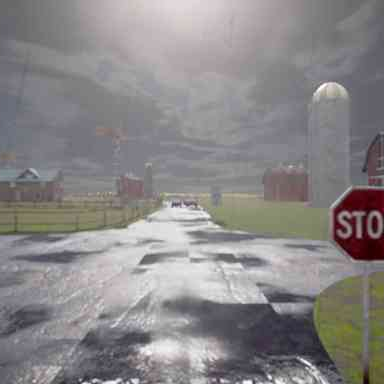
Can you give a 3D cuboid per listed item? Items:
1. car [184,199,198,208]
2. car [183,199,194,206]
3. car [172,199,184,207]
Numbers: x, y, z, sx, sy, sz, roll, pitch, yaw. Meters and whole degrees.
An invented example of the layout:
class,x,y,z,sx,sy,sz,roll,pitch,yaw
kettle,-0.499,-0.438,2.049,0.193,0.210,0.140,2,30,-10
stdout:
class,x,y,z,sx,sy,sz,roll,pitch,yaw
car,-0.029,2.031,60.426,1.837,1.490,4.892,0,0,-2
car,-0.689,2.135,70.556,1.994,1.385,4.181,0,0,-6
car,-2.965,2.033,64.546,1.882,1.535,5.008,0,0,-2
